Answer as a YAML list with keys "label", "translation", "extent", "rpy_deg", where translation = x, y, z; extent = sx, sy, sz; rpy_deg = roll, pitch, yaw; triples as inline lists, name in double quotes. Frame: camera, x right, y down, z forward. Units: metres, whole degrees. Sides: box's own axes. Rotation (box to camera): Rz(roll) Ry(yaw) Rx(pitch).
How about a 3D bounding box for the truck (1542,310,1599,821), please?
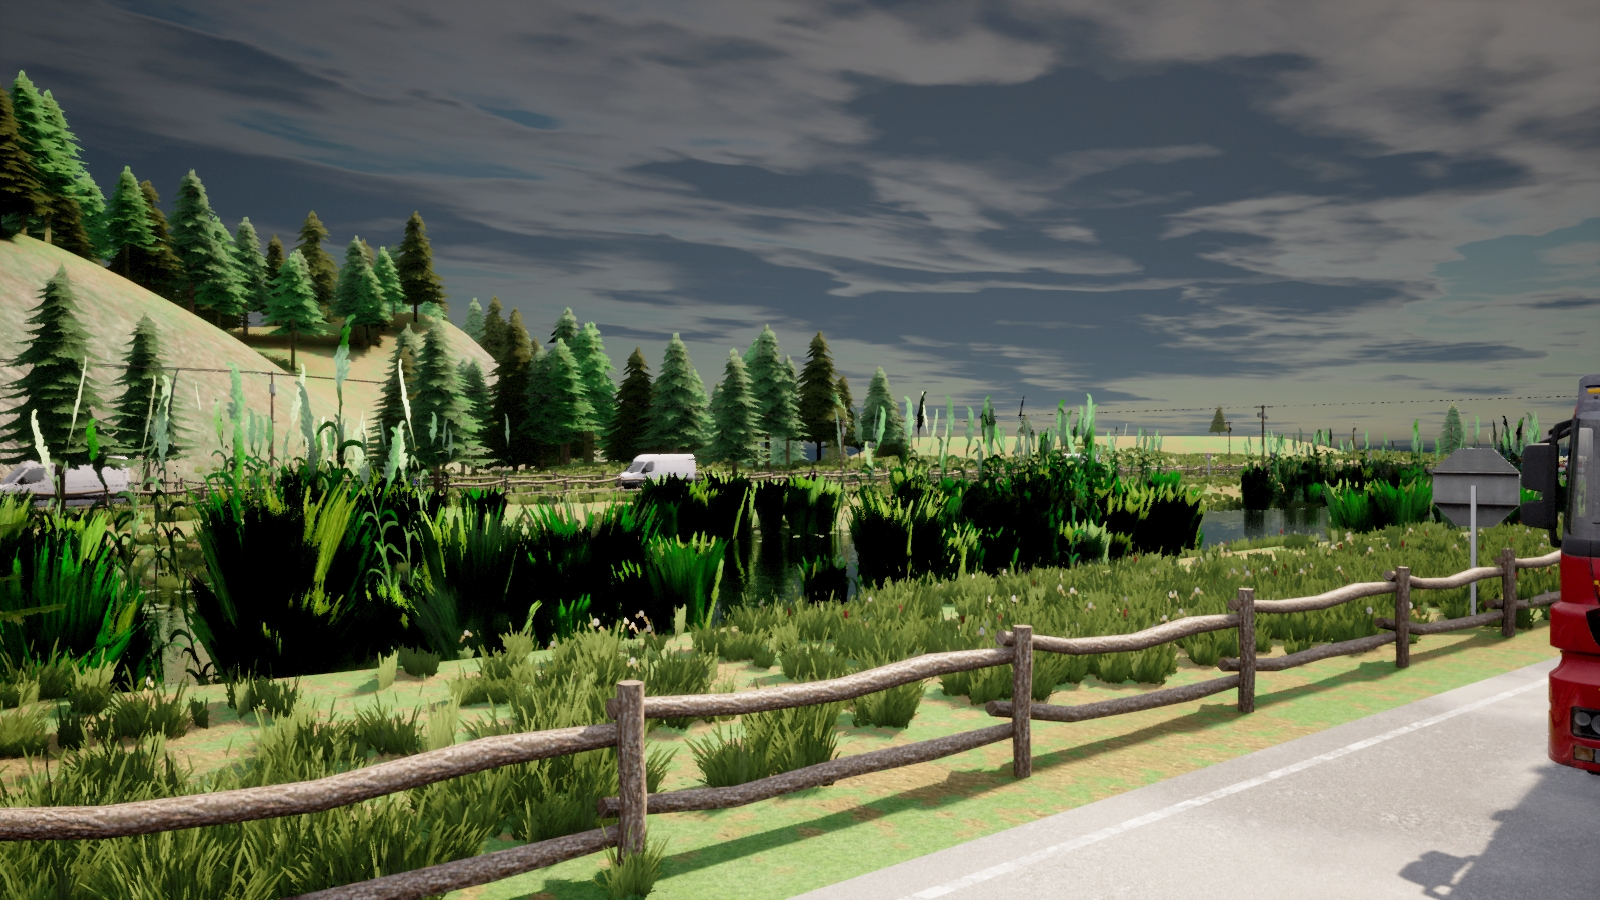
- label: "truck"
  translation: [9.618, 0.862, 10.987]
  extent: [2.891, 3.827, 8.468]
  rpy_deg: [0, 0, 42]

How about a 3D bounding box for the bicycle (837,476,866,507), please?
- label: "bicycle"
  translation: [2.528, 2.029, 56.039]
  extent: [1.643, 1.496, 0.373]
  rpy_deg: [0, 0, -43]

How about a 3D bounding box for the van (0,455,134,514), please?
- label: "van"
  translation: [-34.598, 1.534, 53.119]
  extent: [1.988, 2.561, 5.915]
  rpy_deg: [0, 0, 42]
